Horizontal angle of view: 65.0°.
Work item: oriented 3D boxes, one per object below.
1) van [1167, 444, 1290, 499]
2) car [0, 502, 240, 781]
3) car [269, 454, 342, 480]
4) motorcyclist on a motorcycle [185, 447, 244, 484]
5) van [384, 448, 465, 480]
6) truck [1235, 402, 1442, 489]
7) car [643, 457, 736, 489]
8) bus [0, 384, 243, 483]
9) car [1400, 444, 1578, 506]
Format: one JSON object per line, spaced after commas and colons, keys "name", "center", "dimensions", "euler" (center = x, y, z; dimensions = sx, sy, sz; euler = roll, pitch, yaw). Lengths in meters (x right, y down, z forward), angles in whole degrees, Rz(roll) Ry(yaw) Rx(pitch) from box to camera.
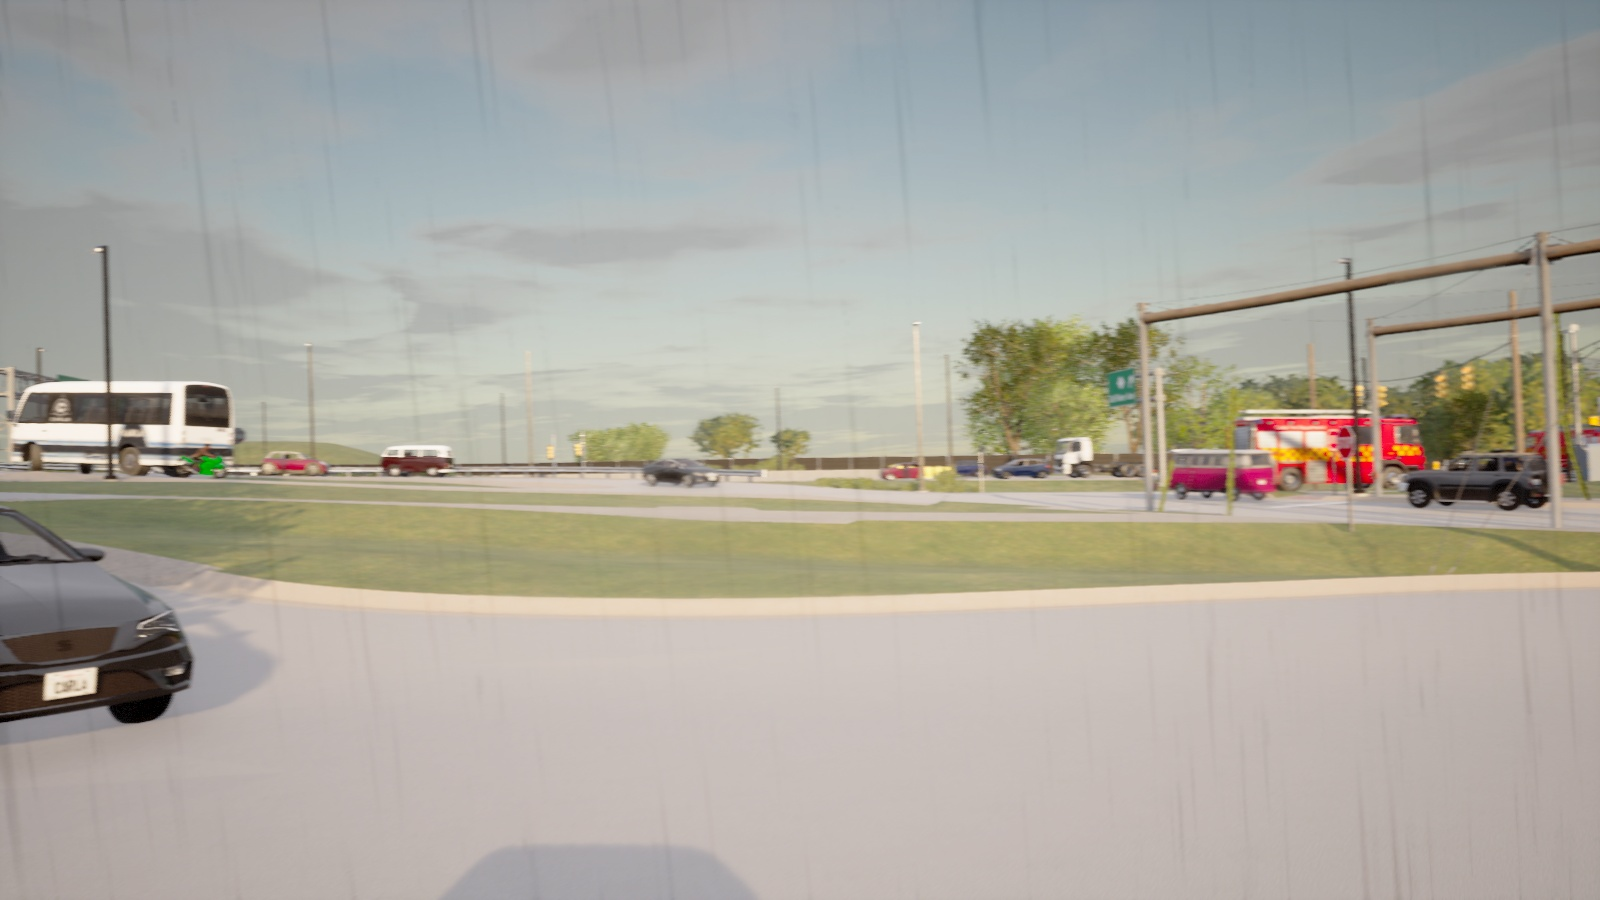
{"name": "van", "center": [16.678, 0.819, 49.077], "dimensions": [1.775, 1.987, 4.442], "euler": [-2, 1, -30]}
{"name": "car", "center": [-5.829, 1.133, 8.575], "dimensions": [4.193, 1.474, 1.816], "euler": [-2, 0, 37]}
{"name": "car", "center": [-29.796, 1.033, 75.831], "dimensions": [3.806, 1.475, 1.970], "euler": [1, -1, -12]}
{"name": "motorcyclist on a motorcycle", "center": [-24.803, 0.664, 53.228], "dimensions": [2.044, 1.523, 0.797], "euler": [2, -1, -10]}
{"name": "van", "center": [-23.894, 0.907, 79.988], "dimensions": [4.480, 2.038, 2.069], "euler": [0, -1, 4]}
{"name": "truck", "center": [24.859, -0.178, 58.151], "dimensions": [8.468, 3.827, 2.891], "euler": [-1, -2, -8]}
{"name": "car", "center": [-5.791, 1.176, 65.611], "dimensions": [4.902, 1.511, 2.128], "euler": [0, 1, 44]}
{"name": "bus", "center": [-31.130, -0.724, 57.597], "dimensions": [10.273, 4.253, 3.944], "euler": [1, -1, 20]}
{"name": "car", "center": [22.132, 0.781, 40.517], "dimensions": [1.932, 1.855, 4.605], "euler": [-2, 0, -34]}
